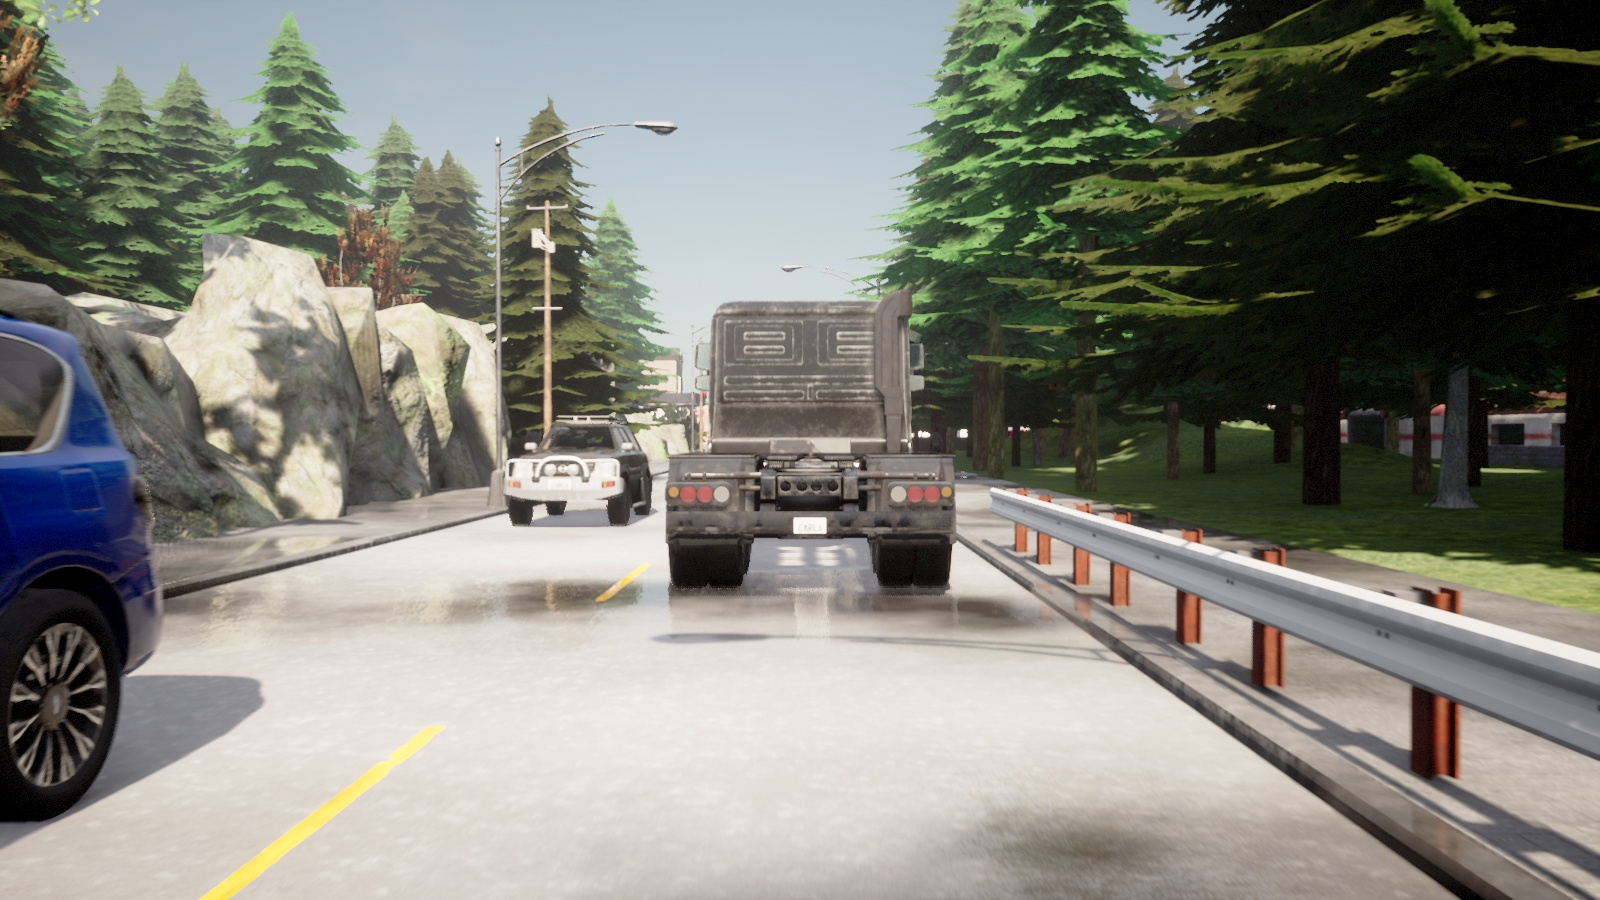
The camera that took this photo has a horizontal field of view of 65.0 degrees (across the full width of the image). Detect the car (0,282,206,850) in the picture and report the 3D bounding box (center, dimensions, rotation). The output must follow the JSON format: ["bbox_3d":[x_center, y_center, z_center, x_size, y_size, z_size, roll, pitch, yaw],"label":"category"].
[{"bbox_3d":[-3.966,0.429,3.281,2.150,2.045,5.566,0,0,0],"label":"car"}]

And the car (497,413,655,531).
[{"bbox_3d":[-3.809,0.340,22.152,1.932,1.855,4.605,0,0,1],"label":"car"}]

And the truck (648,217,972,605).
[{"bbox_3d":[0.123,-0.387,15.176,2.891,3.462,7.936,0,1,1],"label":"truck"}]

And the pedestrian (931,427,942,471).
[{"bbox_3d":[5.669,-0.060,52.172,0.328,1.805,0.869,0,1,-3],"label":"pedestrian"}]
